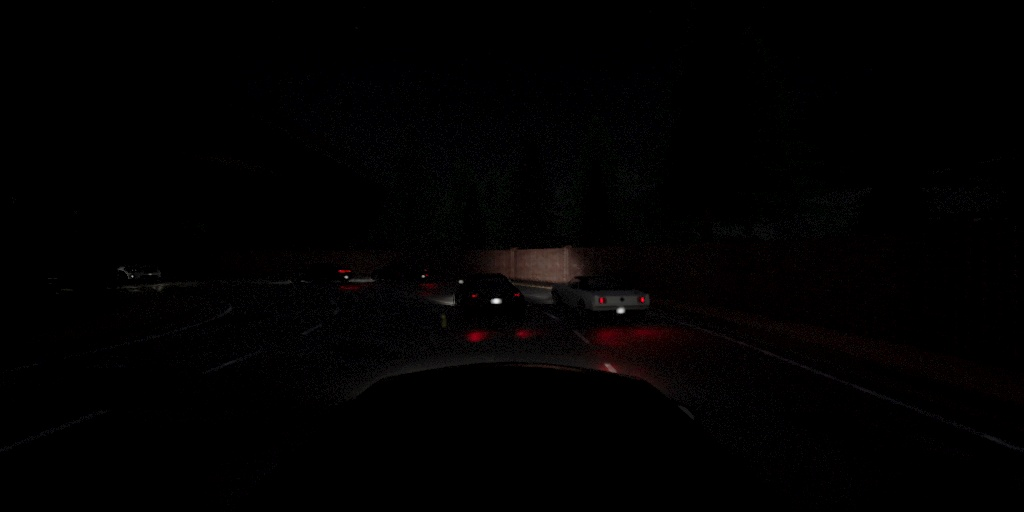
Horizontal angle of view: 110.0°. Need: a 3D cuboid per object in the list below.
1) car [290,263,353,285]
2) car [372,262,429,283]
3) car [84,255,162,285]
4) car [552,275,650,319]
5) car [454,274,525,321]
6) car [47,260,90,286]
[{"bbox_3d":[-13.845,1.236,26.027,4.892,1.490,1.837,0,-1,22],"label":"car"},{"bbox_3d":[-8.618,1.235,27.481,4.892,1.490,1.837,0,-1,29],"label":"car"},{"bbox_3d":[-28.424,0.952,25.679,5.566,2.045,2.150,0,0,5],"label":"car"},{"bbox_3d":[2.881,1.342,12.902,1.895,1.301,4.718,0,0,-10],"label":"car"},{"bbox_3d":[-0.894,1.306,12.591,1.994,1.385,4.181,0,0,-12],"label":"car"},{"bbox_3d":[-29.770,1.211,22.277,5.008,1.535,1.882,0,0,4],"label":"car"}]
